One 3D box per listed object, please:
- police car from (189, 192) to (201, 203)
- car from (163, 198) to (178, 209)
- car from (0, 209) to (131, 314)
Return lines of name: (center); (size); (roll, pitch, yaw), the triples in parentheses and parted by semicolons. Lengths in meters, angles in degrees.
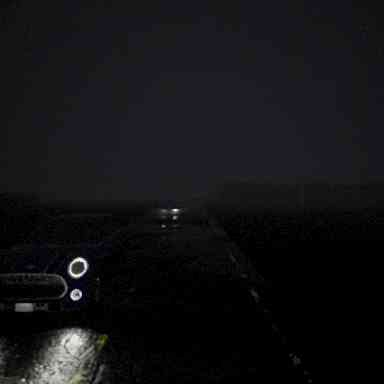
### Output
police car: (0.834, 1.324, 69.001); (1.930, 1.638, 5.238); (0, 0, 0)
car: (-2.830, 1.487, 44.249); (1.812, 1.442, 4.674); (0, 0, 0)
car: (-2.836, 1.352, 7.863); (2.097, 1.767, 4.553); (0, 0, 0)
